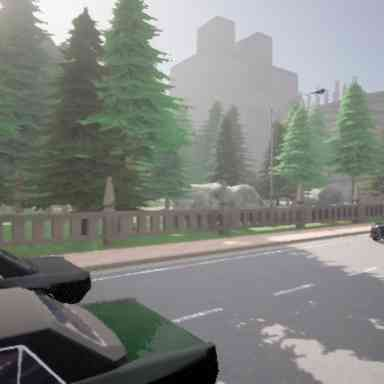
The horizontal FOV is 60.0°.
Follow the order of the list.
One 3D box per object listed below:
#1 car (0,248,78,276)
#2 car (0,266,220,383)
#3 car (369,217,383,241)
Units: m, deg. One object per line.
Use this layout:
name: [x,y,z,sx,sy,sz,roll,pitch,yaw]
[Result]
car: [-4.199,1.600,5.297,4.718,1.301,1.895,0,0,-36]
car: [-2.156,1.600,2.455,4.718,1.301,1.895,0,0,-36]
car: [10.138,1.600,15.521,4.181,1.385,1.994,0,0,-35]
